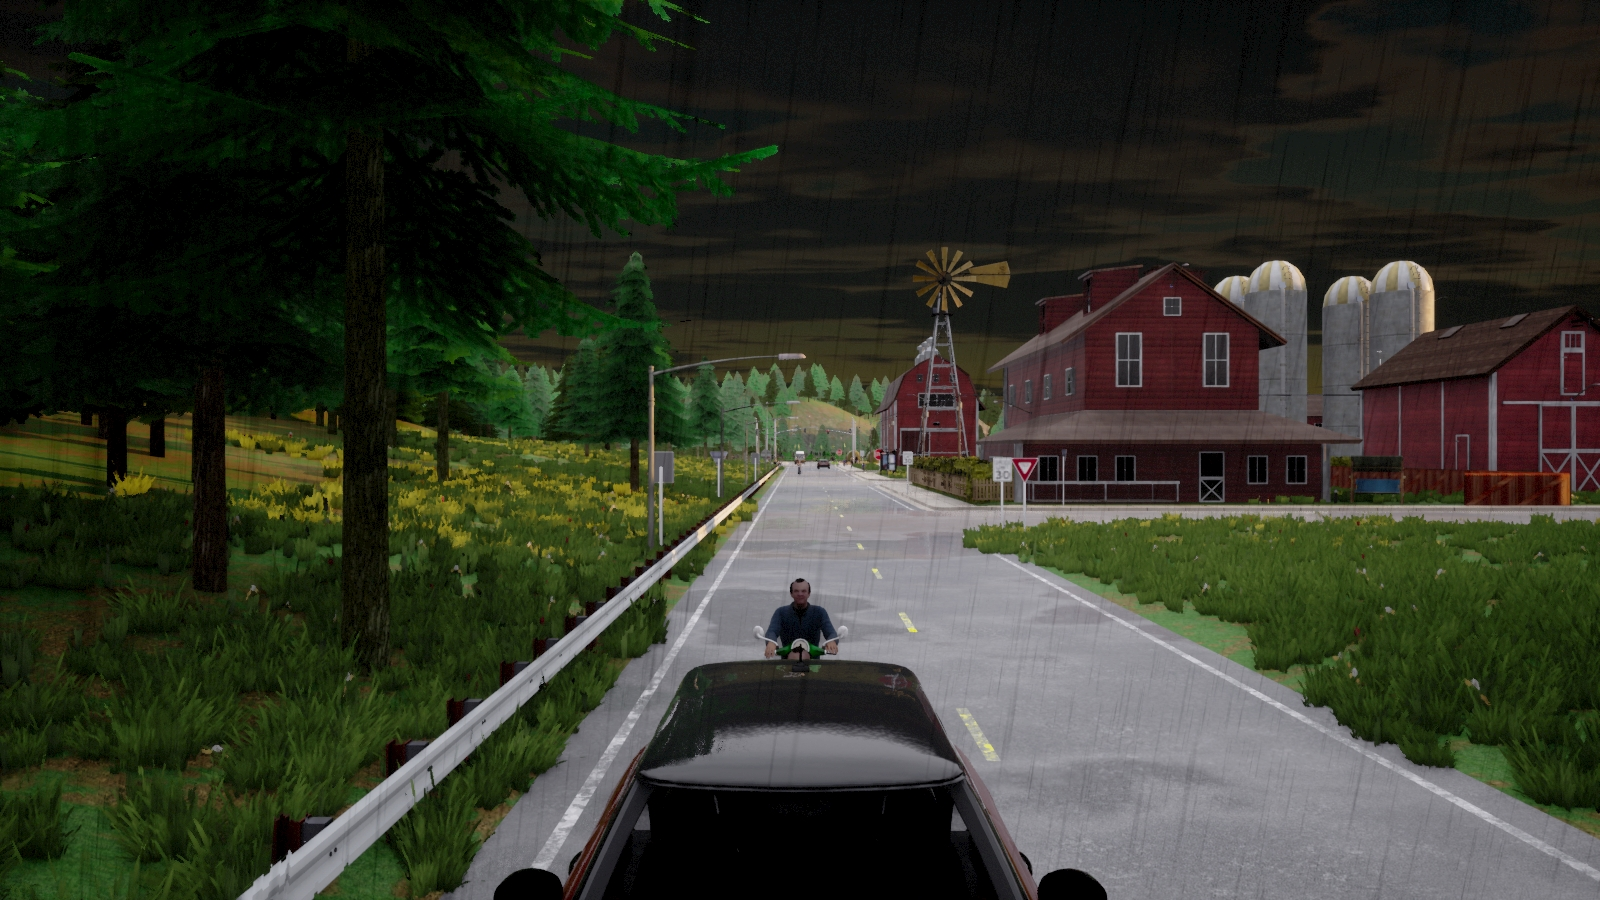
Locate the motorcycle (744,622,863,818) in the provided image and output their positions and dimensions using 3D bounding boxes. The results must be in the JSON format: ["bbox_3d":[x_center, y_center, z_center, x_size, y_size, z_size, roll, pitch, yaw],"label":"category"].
[{"bbox_3d":[0.026,2.229,9.842,0.867,1.251,2.209,-2,-3,0],"label":"motorcycle"}]

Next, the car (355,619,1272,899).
[{"bbox_3d":[0.032,1.899,4.503,2.097,1.767,4.553,0,0,0],"label":"car"}]
